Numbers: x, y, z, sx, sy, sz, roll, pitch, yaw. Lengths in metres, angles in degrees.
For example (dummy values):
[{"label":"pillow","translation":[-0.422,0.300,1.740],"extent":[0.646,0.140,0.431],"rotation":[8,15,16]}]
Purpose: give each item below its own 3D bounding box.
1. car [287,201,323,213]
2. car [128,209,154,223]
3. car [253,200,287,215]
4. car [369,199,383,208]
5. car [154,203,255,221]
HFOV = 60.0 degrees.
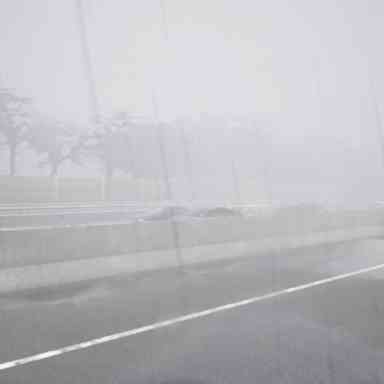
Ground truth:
[{"label":"car","translation":[10.811,1.609,33.052],"extent":[4.718,1.301,1.895],"rotation":[0,0,-35]},{"label":"car","translation":[-1.564,1.524,20.061],"extent":[4.674,1.442,1.812],"rotation":[0,0,-35]},{"label":"car","translation":[7.198,1.531,33.925],"extent":[4.674,1.442,1.812],"rotation":[0,0,-38]},{"label":"car","translation":[28.466,1.657,49.648],"extent":[4.718,1.301,1.895],"rotation":[0,0,-34]},{"label":"car","translation":[0.759,1.504,17.404],"extent":[4.892,1.490,1.837],"rotation":[0,0,-35]}]
